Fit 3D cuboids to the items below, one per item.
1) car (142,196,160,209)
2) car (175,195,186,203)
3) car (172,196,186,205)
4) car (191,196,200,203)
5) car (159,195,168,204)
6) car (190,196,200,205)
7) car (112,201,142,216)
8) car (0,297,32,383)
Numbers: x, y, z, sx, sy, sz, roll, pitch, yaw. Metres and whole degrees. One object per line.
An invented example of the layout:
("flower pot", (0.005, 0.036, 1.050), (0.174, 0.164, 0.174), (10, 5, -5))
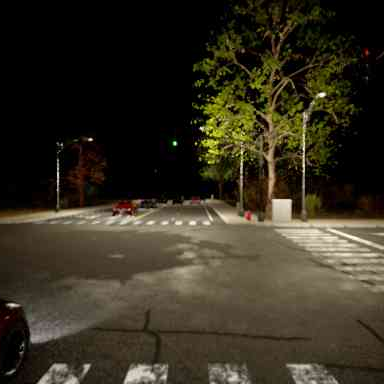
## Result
("car", (-6.228, 1.623, 47.325), (2.033, 1.411, 5.357), (0, 0, 1))
("car", (-2.500, 1.516, 71.880), (2.128, 1.511, 4.902), (0, 0, 1))
("car", (-2.678, 1.636, 61.463), (2.033, 1.411, 5.357), (0, 0, 1))
("car", (0.749, 1.544, 71.825), (1.994, 1.385, 4.181), (0, 0, 1))
("car", (-5.876, 1.442, 64.510), (2.097, 1.767, 4.553), (0, 0, 1))
("car", (0.579, 1.690, 61.821), (1.895, 1.301, 4.718), (0, 0, 1))
("car", (-6.503, 1.584, 32.993), (1.812, 1.442, 4.674), (0, 0, 1))
("car", (-3.151, 1.585, 2.823), (1.994, 1.385, 4.181), (0, -1, 0))
